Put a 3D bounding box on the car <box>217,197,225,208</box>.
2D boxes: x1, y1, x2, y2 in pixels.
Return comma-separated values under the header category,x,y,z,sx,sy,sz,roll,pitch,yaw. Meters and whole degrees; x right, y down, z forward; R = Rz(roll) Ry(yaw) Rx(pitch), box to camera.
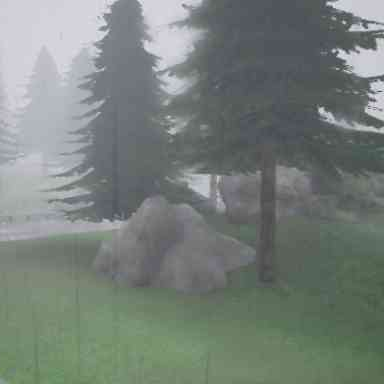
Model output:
category,x,y,z,sx,sy,sz,roll,pitch,yaw
car,3.811,1.338,42.309,1.812,1.442,4.674,1,0,20
